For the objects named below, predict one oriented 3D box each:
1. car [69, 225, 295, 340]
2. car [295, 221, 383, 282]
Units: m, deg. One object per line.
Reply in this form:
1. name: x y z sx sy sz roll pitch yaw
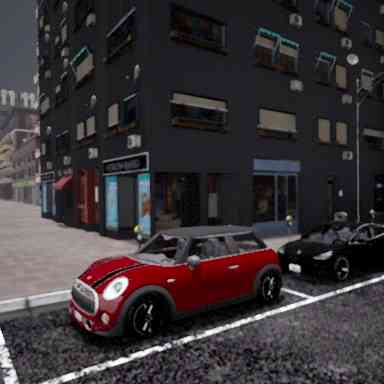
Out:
1. car: -0.186 1.434 6.444 4.097 1.590 1.967 0 -1 -36
2. car: 4.373 1.550 9.698 4.313 1.339 1.947 0 -1 -36
